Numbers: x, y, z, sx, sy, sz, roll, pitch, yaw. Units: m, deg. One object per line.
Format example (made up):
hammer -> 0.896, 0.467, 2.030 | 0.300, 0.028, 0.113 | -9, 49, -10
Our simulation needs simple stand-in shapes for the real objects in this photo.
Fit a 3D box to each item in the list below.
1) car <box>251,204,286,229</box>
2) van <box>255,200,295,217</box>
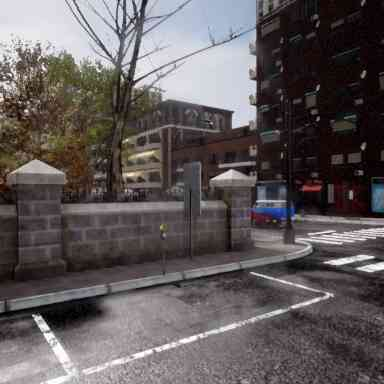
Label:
car -> 4.459, 1.834, 24.268 | 1.994, 1.385, 4.181 | 0, -1, -36
van -> 7.312, 1.643, 30.184 | 1.690, 1.788, 3.998 | -1, 0, -36
